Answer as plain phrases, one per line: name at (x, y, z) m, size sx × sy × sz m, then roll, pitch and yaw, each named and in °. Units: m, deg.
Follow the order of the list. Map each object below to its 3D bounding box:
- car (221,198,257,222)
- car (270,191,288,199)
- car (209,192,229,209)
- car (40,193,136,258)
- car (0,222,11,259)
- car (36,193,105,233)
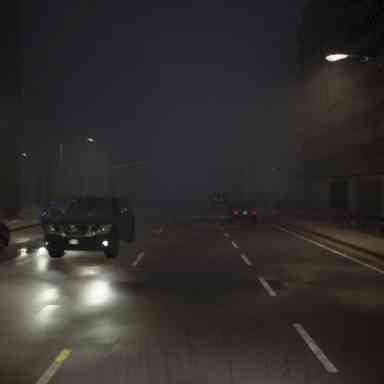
car at (3.560, 1.422, 24.732) m, size 2.033 × 1.411 × 5.357 m, roll 0°, pitch 0°, yaw 0°
car at (24.271, 0.986, 91.639) m, size 3.806 × 1.475 × 1.970 m, roll 0°, pitch 0°, yaw 0°
car at (3.487, 1.006, 42.392) m, size 2.150 × 2.045 × 5.566 m, roll 0°, pitch 0°, yaw 0°
car at (-3.591, 1.158, 12.890) m, size 2.150 × 2.045 × 5.566 m, roll 0°, pitch 0°, yaw 0°
car at (-7.095, 1.445, 9.340) m, size 2.128 × 1.511 × 4.902 m, roll 0°, pitch 0°, yaw 0°
car at (-7.064, 1.120, 20.169) m, size 2.150 × 2.045 × 5.566 m, roll 0°, pitch 0°, yaw 0°
